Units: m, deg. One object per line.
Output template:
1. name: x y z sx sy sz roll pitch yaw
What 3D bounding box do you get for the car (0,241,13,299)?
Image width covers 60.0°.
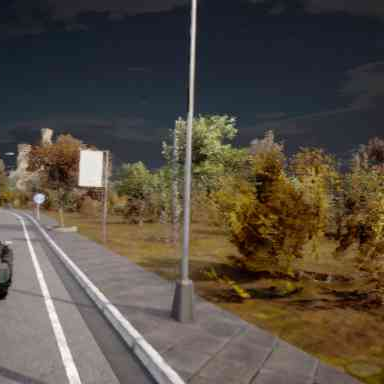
1. car: -5.775 1.786 8.625 1.994 1.385 4.181 3 -3 -28
